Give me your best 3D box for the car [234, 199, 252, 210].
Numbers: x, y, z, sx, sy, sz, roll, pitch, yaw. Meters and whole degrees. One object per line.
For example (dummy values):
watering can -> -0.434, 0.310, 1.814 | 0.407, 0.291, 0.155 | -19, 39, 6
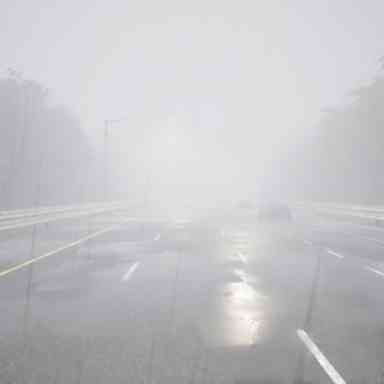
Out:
car -> 7.103, 1.743, 46.553 | 1.882, 1.535, 5.008 | 0, -1, 0

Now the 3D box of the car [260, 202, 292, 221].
car -> 7.034, 1.626, 28.238 | 1.837, 1.490, 4.892 | 0, 0, 0

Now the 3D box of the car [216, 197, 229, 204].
car -> 7.297, 2.003, 76.628 | 1.812, 1.442, 4.674 | 0, 0, 0

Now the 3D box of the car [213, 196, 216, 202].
car -> 7.430, 2.119, 91.676 | 1.812, 1.442, 4.674 | 0, 0, 1
